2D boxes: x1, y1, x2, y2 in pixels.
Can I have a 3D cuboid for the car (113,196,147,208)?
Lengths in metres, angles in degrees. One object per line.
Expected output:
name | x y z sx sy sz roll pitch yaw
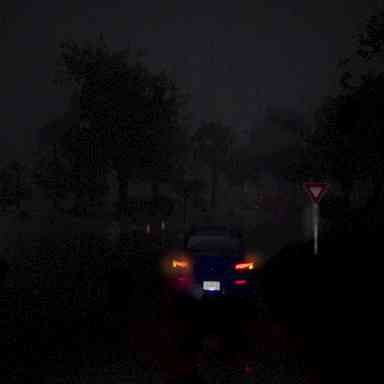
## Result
car | -8.530 1.323 45.651 4.553 1.767 2.097 0 0 -7

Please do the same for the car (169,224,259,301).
car | 0.588 1.520 8.278 1.812 1.442 4.674 0 0 6

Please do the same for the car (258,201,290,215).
car | 8.257 1.579 34.042 1.895 1.301 4.718 0 0 -6
